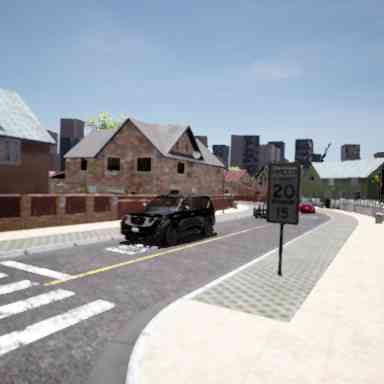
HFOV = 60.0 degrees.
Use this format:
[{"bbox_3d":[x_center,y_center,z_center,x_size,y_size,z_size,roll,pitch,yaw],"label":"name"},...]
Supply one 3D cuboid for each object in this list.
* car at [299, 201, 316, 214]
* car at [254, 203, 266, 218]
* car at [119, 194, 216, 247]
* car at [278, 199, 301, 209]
[{"bbox_3d":[13.516,1.784,39.837,1.994,1.385,4.181,3,0,11],"label":"car"},{"bbox_3d":[6.888,1.613,29.356,1.895,1.301,4.718,3,1,26],"label":"car"},{"bbox_3d":[-0.830,1.116,15.193,2.150,2.045,5.566,3,1,29],"label":"car"},{"bbox_3d":[14.514,1.790,49.839,1.895,1.301,4.718,2,0,-1],"label":"car"}]
